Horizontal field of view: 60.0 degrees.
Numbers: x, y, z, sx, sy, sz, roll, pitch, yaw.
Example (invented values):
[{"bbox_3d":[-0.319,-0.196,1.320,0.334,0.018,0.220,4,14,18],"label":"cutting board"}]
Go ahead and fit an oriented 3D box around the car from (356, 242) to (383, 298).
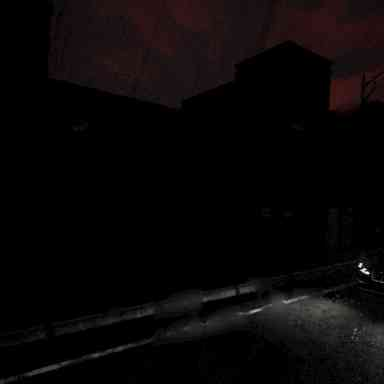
[{"bbox_3d":[5.793,1.610,7.826,4.892,1.490,1.837,1,0,-36],"label":"car"}]
